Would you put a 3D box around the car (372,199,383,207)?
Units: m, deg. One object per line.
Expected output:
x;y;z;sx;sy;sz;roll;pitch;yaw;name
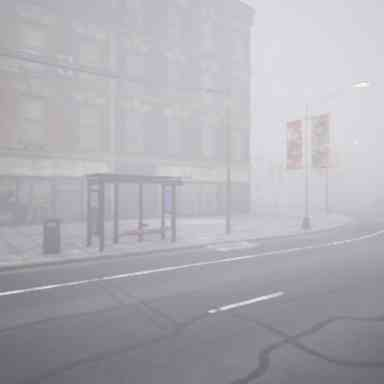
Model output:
31.190;1.750;53.453;2.002;1.452;4.674;0;0;-16;car
